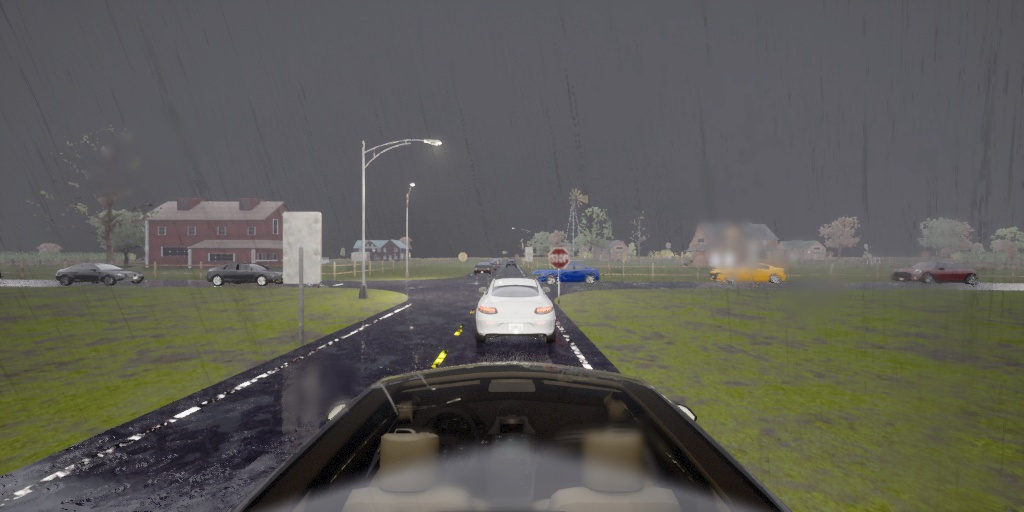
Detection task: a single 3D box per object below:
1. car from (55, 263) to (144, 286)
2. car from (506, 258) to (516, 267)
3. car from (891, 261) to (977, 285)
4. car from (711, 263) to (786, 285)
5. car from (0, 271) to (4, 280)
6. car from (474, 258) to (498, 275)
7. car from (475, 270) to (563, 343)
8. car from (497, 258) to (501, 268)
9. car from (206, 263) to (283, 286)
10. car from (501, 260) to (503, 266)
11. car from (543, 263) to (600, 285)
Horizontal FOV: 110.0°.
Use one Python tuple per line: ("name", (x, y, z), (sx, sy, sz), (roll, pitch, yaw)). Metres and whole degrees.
("car", (-27.534, 1.196, 23.992), (4.674, 1.442, 1.812), (0, 0, 0))
("car", (-0.132, 1.230, 64.677), (1.837, 1.490, 4.892), (0, 0, 0))
("car", (31.288, 1.216, 26.702), (4.553, 1.767, 2.097), (0, 0, 0))
("car", (17.531, 1.284, 26.763), (5.008, 1.535, 1.882), (0, 0, 0))
("car", (-37.521, 1.246, 24.038), (4.718, 1.301, 1.895), (0, 0, 0))
("car", (-3.015, 1.288, 39.635), (2.033, 1.411, 5.357), (0, 0, 1))
("car", (0.073, 1.275, 9.582), (1.812, 1.442, 4.674), (0, 0, 0))
("car", (-3.014, 1.283, 50.026), (2.033, 1.411, 5.357), (0, 0, 0))
("car", (-17.548, 1.203, 23.950), (4.892, 1.490, 1.837), (0, 0, 0))
("car", (-3.034, 1.083, 59.944), (2.097, 1.767, 4.553), (0, 0, 0))
("car", (3.753, 1.234, 25.280), (5.008, 1.535, 1.882), (1, -1, -20))
